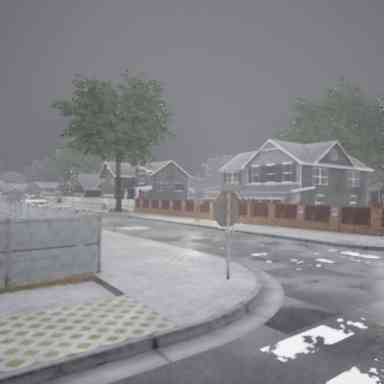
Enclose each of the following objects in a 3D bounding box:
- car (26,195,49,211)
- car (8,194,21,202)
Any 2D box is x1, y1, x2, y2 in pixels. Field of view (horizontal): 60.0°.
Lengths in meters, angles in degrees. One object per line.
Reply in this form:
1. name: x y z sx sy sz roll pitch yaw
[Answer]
1. car: -21.032 1.440 45.159 2.150 2.045 5.566 1 -1 -36
2. car: -45.129 1.604 84.244 2.150 2.045 5.566 1 -1 -29
